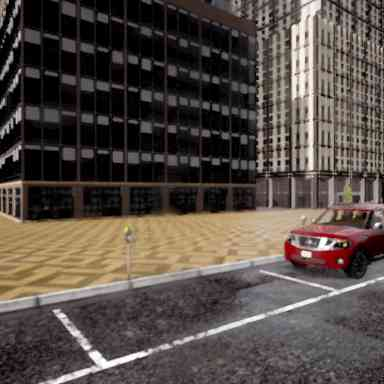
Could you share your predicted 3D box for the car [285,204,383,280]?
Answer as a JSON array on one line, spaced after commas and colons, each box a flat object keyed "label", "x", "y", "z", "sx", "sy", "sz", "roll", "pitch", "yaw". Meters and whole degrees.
[{"label": "car", "x": 5.041, "y": 1.306, "z": 10.162, "sx": 5.009, "sy": 1.841, "sz": 2.192, "roll": 0, "pitch": 0, "yaw": -36}]
